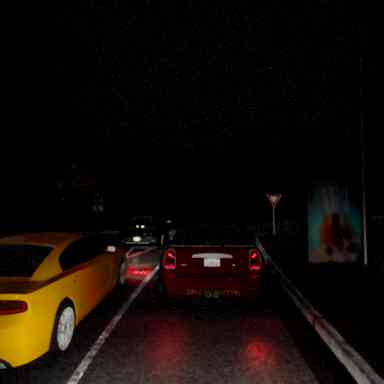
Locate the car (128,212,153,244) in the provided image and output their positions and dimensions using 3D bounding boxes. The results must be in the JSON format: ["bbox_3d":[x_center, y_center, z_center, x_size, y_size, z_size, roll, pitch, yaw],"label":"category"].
[{"bbox_3d":[-2.118,1.728,15.736,1.837,1.490,4.892,0,-2,2],"label":"car"}]

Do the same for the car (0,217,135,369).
[{"bbox_3d":[-2.565,1.449,5.981,1.882,1.535,5.008,0,0,3],"label":"car"}]

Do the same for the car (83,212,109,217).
[{"bbox_3d":[-15.740,3.890,54.395,4.181,1.385,1.994,0,-3,-5],"label":"car"}]

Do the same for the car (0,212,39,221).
[{"bbox_3d":[-26.016,3.703,49.483,4.718,1.301,1.895,3,-4,-42],"label":"car"}]

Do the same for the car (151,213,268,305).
[{"bbox_3d":[0.481,1.338,8.191,2.097,1.767,4.553,0,-1,3],"label":"car"}]

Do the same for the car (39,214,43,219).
[{"bbox_3d":[-26.781,3.853,53.146,5.357,1.411,2.033,2,-4,-37],"label":"car"}]
